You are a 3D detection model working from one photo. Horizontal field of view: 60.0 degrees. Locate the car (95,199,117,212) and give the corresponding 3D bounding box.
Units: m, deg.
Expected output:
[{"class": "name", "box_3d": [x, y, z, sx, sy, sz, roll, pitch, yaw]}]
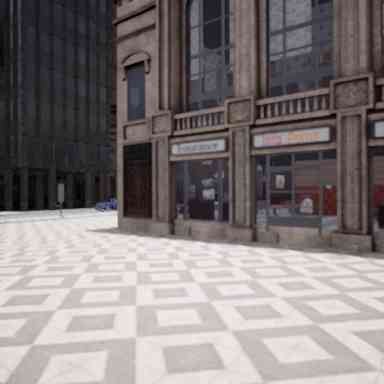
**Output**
[{"class": "car", "box_3d": [-10.191, 1.654, 43.031, 1.882, 1.535, 5.008, 0, 0, 36]}]
